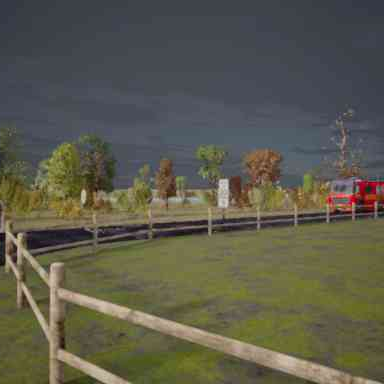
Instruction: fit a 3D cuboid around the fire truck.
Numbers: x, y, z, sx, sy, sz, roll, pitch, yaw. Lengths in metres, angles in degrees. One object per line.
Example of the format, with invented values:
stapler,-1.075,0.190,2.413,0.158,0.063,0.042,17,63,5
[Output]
fire truck,18.805,0.343,37.187,8.468,3.827,2.891,0,0,-37
